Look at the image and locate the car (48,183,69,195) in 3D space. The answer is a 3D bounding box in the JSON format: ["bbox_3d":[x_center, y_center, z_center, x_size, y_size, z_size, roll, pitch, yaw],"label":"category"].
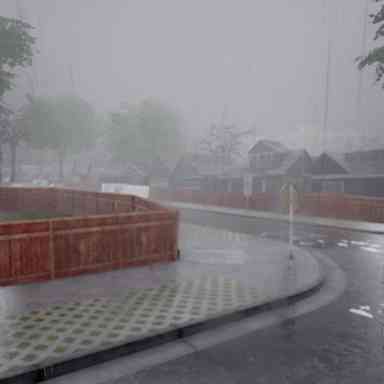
[{"bbox_3d":[-18.791,-0.465,46.873,2.097,1.767,4.553,1,2,-35],"label":"car"}]
